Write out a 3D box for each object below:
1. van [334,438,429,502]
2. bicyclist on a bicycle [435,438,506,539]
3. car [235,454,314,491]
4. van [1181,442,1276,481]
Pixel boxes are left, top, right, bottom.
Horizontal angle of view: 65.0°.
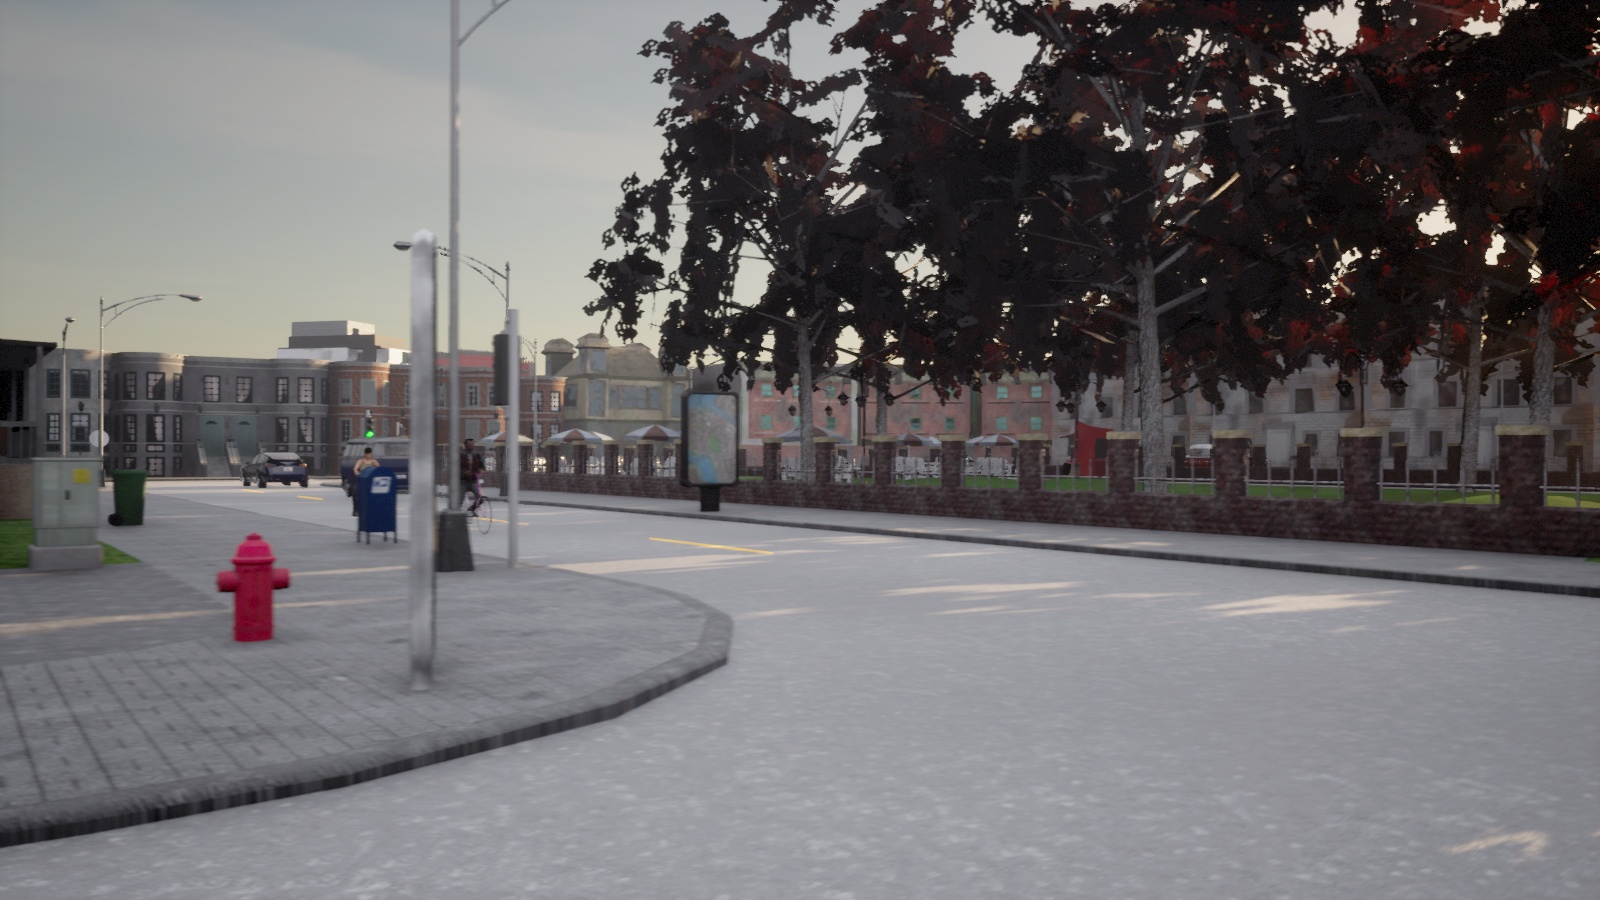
[{"bbox_3d":[-13.787,0.637,41.179,1.775,1.987,4.442,0,0,-35],"label":"van"},{"bbox_3d":[-6.077,0.690,23.113,0.659,1.776,1.843,0,0,-35],"label":"bicyclist on a bicycle"},{"bbox_3d":[-22.562,0.937,53.784,2.163,1.488,4.792,0,0,-35],"label":"car"},{"bbox_3d":[22.987,0.600,67.557,2.069,2.038,4.480,0,0,-35],"label":"van"}]
